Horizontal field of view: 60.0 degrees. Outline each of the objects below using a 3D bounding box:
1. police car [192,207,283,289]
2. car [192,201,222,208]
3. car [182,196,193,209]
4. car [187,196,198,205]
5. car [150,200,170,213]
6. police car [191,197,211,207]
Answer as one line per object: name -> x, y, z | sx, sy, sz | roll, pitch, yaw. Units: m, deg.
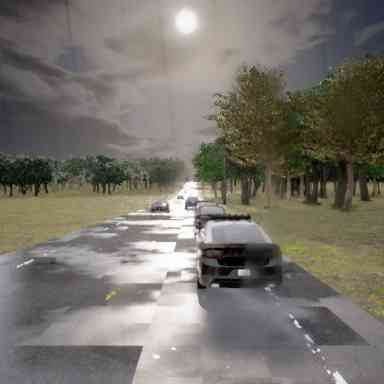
police car -> 1.060, 1.427, 9.302 | 1.930, 1.638, 5.238 | 0, 0, 0
car -> 1.071, 1.493, 19.194 | 1.882, 1.535, 5.008 | 0, 0, 0
car -> 0.092, 1.441, 47.176 | 2.097, 1.767, 4.553 | 0, 0, 1
car -> 0.073, 1.574, 61.826 | 1.882, 1.535, 5.008 | 0, 0, 0
car -> -3.556, 1.633, 38.076 | 1.994, 1.385, 4.181 | 0, 0, 0
police car -> 1.079, 1.455, 25.305 | 1.930, 1.638, 5.238 | 0, 0, 0
